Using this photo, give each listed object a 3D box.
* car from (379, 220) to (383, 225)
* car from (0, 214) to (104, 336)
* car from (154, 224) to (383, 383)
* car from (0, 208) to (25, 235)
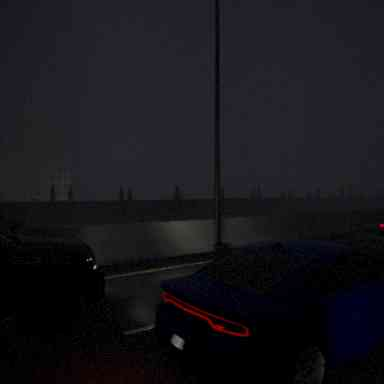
[{"bbox_3d":[10.861,1.540,15.795,5.357,1.411,2.033,0,0,-36],"label":"car"},{"bbox_3d":[-4.223,1.222,5.033,5.566,2.045,2.150,0,0,-36],"label":"car"},{"bbox_3d":[1.855,1.476,5.070,5.008,1.535,1.882,0,0,-36],"label":"car"},{"bbox_3d":[-11.447,1.601,17.322,4.718,1.301,1.895,0,0,-36],"label":"car"}]
